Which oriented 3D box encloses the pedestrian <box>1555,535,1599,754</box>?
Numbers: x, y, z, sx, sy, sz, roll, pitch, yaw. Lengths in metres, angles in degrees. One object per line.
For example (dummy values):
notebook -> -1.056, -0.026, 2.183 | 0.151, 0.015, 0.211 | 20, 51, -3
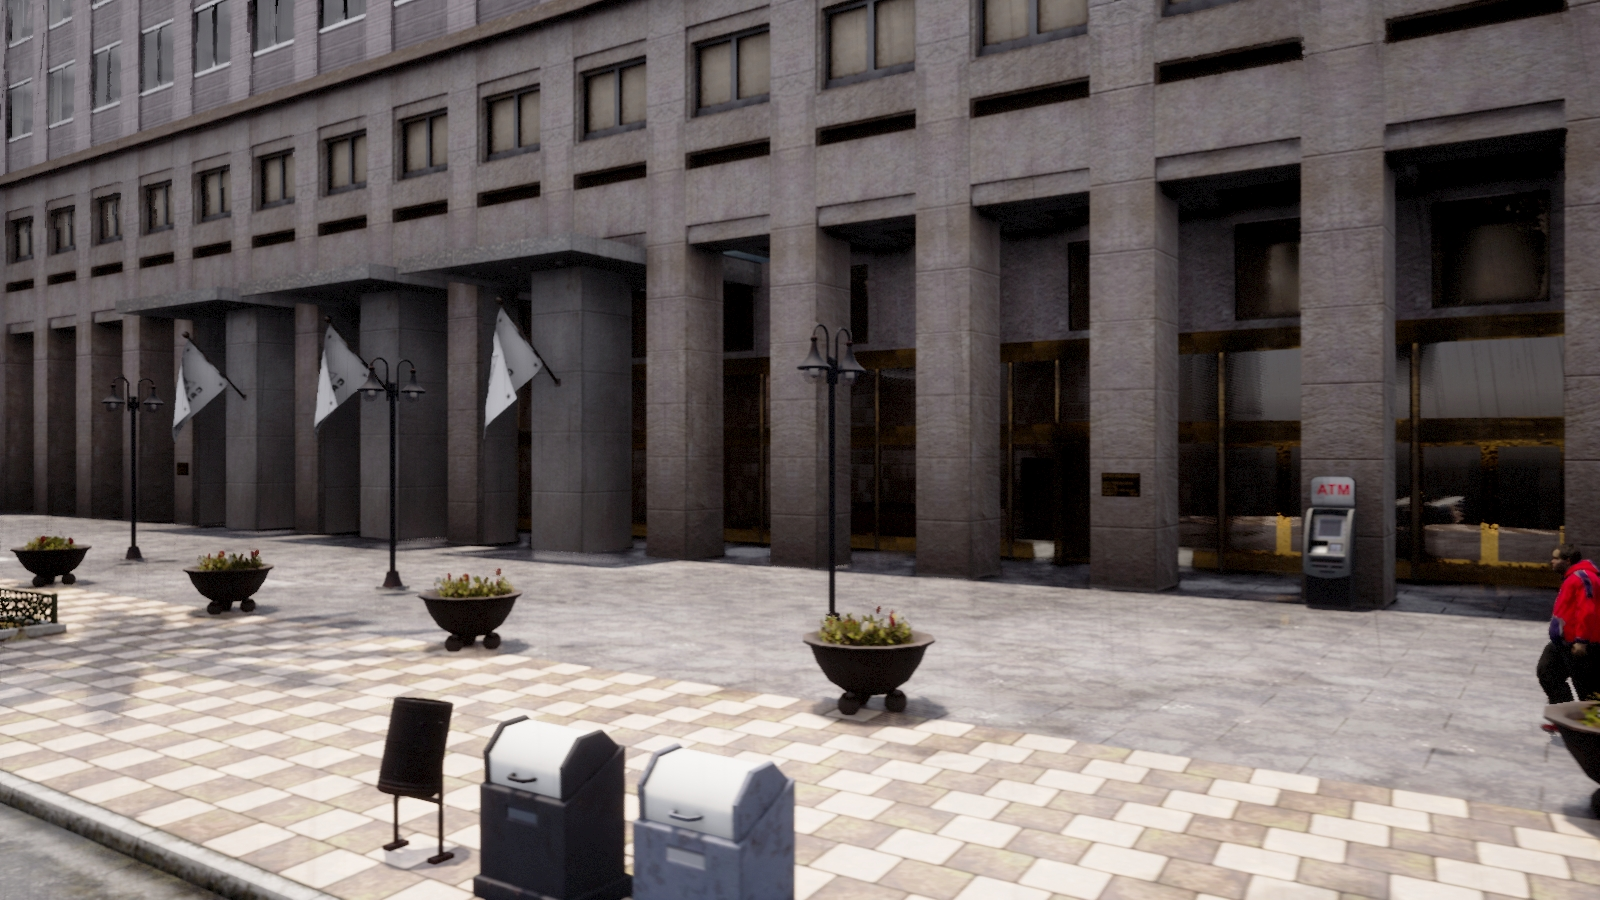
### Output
pedestrian -> 6.939, 1.707, 10.147 | 0.375, 1.860, 0.375 | 0, 0, 32
